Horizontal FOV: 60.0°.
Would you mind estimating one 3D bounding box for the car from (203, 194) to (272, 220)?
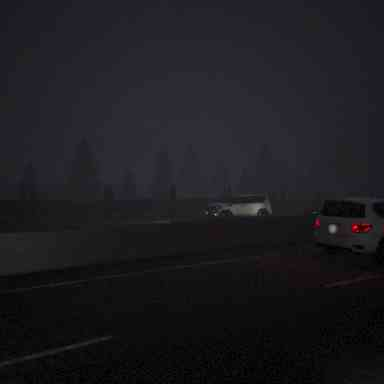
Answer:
[{"bbox_3d":[3.587,1.191,25.817,5.566,2.045,2.150,0,0,-25],"label":"car"}]

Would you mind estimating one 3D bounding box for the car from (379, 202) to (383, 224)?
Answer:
[{"bbox_3d":[15.918,1.488,23.302,4.902,1.511,2.128,0,0,-19],"label":"car"}]

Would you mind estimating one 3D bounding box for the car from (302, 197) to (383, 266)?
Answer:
[{"bbox_3d":[6.774,1.207,11.608,5.566,2.045,2.150,0,0,-27],"label":"car"}]

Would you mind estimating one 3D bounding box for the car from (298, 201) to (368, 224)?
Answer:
[{"bbox_3d":[10.602,1.464,25.023,5.008,1.535,1.882,0,0,-22],"label":"car"}]
